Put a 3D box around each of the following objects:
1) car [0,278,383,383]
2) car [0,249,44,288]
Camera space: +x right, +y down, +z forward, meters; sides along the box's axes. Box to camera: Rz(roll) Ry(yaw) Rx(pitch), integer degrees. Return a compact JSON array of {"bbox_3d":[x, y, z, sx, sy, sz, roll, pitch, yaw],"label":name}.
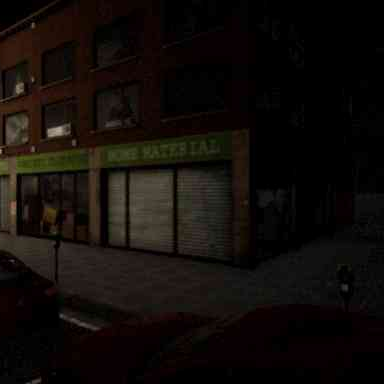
[{"bbox_3d":[0.700,1.545,2.312,4.507,1.381,1.887,0,0,35],"label":"car"},{"bbox_3d":[-3.925,1.586,5.608,4.206,1.307,1.802,0,0,35],"label":"car"}]
